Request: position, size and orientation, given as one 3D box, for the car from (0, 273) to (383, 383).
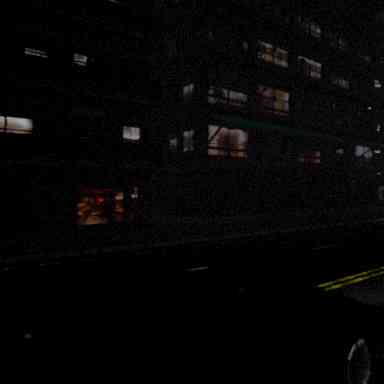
[{"bbox_3d":[0.085,1.602,3.522,4.718,1.301,1.895,0,0,-36],"label":"car"}]
